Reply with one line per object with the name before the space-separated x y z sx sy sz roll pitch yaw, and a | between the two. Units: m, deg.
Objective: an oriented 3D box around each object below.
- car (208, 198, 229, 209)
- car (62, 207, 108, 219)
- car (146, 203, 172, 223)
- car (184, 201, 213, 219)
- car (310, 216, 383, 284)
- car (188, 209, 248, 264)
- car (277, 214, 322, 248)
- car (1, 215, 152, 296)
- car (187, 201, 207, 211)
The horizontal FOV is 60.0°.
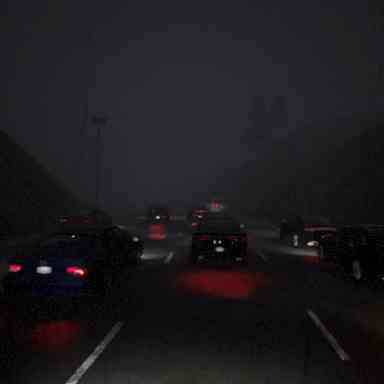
car | 2.860 1.735 39.691 2.150 2.045 5.566 2 -1 -10
car | -5.916 1.592 18.899 1.812 1.442 4.674 1 -1 0
car | -2.849 1.754 28.474 1.837 1.490 4.892 2 -1 -5
car | 0.440 1.862 30.868 1.837 1.490 4.892 2 -1 -5
car | 5.431 1.756 10.324 1.837 1.490 4.892 1 -1 3
car | 0.976 1.645 12.705 1.882 1.535 5.008 2 -1 3
car | 5.635 1.802 16.445 1.882 1.535 5.008 1 -1 1
car | -2.682 1.582 8.901 2.033 1.411 5.357 1 -1 4
car | 0.672 2.121 51.718 1.812 1.442 4.674 2 -1 -16
